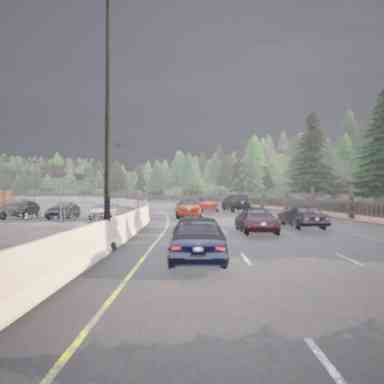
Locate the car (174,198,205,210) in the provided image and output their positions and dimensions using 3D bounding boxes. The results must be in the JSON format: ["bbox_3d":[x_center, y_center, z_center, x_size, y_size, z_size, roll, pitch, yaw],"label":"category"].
[{"bbox_3d":[-0.439,1.408,29.280,2.097,1.767,4.553,0,0,-5],"label":"car"}]

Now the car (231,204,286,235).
[{"bbox_3d":[3.657,1.612,19.103,1.994,1.385,4.181,0,0,-1],"label":"car"}]

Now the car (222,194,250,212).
[{"bbox_3d":[5.142,1.312,39.644,2.150,2.045,5.566,0,0,-10],"label":"car"}]

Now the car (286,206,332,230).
[{"bbox_3d":[7.106,1.609,21.568,2.033,1.411,5.357,0,0,-2],"label":"car"}]

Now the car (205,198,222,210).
[{"bbox_3d":[1.599,1.433,39.308,2.097,1.767,4.553,0,0,-11],"label":"car"}]

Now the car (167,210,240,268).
[{"bbox_3d":[0.183,1.570,11.301,2.033,1.411,5.357,0,0,0],"label":"car"}]
